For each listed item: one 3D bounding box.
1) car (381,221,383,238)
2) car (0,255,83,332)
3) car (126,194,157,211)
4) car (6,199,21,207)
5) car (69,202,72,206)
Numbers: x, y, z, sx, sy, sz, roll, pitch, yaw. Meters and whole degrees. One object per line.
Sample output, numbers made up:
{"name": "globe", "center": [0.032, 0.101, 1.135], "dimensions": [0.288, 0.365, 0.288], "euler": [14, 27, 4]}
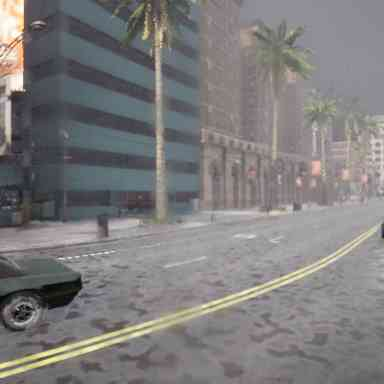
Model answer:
{"name": "car", "center": [11.291, 1.647, 17.519], "dimensions": [1.994, 1.385, 4.181], "euler": [0, 0, 36]}
{"name": "car", "center": [-4.374, 1.646, 5.312], "dimensions": [4.718, 1.301, 1.895], "euler": [0, 0, -37]}
{"name": "car", "center": [-5.840, 1.307, 42.388], "dimensions": [2.435, 2.045, 5.566], "euler": [0, 0, 35]}
{"name": "car", "center": [-30.629, 1.857, 59.461], "dimensions": [2.161, 1.482, 4.786], "euler": [0, 0, 35]}
{"name": "car", "center": [-21.408, 1.841, 52.409], "dimensions": [1.895, 1.301, 4.718], "euler": [0, 0, 35]}
